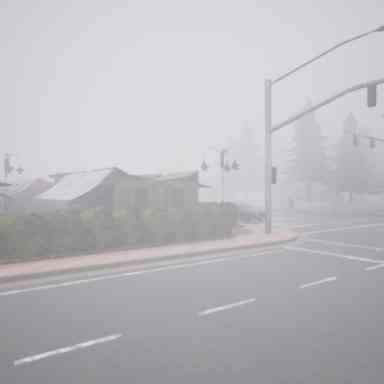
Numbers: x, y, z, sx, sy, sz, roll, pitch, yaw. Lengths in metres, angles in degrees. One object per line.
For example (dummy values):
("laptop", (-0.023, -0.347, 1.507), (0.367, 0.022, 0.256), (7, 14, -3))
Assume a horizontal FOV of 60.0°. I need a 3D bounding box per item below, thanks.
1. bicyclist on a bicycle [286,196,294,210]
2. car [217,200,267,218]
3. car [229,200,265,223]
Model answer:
("bicyclist on a bicycle", (11.645, 1.289, 39.575), (1.656, 1.620, 0.582), (0, 0, -37))
("car", (4.508, 1.517, 30.826), (1.812, 1.442, 4.674), (0, 0, -37))
("car", (3.646, 1.540, 26.117), (2.033, 1.411, 5.357), (0, 0, -37))
